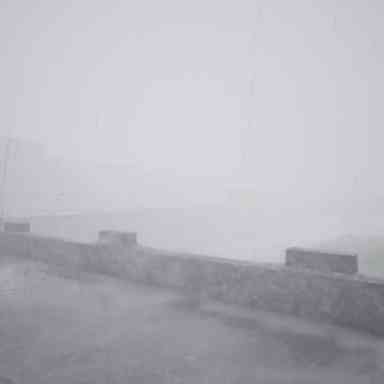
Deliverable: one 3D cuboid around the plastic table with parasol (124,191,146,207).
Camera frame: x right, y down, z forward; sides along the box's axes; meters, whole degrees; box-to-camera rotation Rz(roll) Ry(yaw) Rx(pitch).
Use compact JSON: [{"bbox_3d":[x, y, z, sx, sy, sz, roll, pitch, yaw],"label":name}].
[{"bbox_3d":[-8.960,1.102,52.379,2.482,2.480,2.482,0,0,36],"label":"plastic table with parasol"}]
